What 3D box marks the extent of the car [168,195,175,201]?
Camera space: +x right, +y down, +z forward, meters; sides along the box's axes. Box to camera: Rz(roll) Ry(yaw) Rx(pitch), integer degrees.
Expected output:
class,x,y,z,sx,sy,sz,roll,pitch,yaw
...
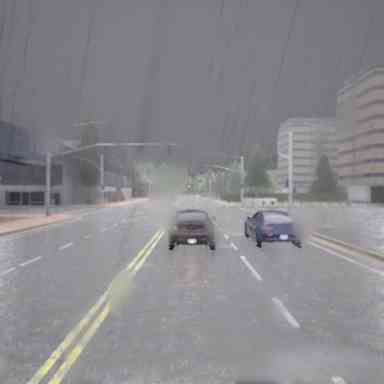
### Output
class,x,y,z,sx,sy,sz,roll,pitch,yaw
car,-5.496,1.587,89.899,1.812,1.442,4.674,0,0,-2

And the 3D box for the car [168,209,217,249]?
class,x,y,z,sx,sy,sz,roll,pitch,yaw
car,0.017,1.520,14.553,1.837,1.490,4.892,0,1,0

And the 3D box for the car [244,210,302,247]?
class,x,y,z,sx,sy,sz,roll,pitch,yaw
car,3.521,1.539,14.950,1.812,1.442,4.674,0,0,1
